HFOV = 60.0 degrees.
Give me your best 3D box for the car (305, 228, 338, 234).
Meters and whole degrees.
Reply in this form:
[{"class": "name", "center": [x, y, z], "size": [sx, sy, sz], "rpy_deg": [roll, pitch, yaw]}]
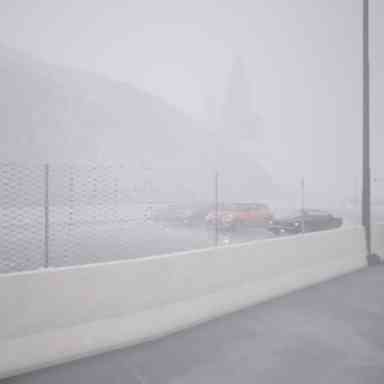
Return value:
[{"class": "car", "center": [6.166, 1.624, 17.875], "size": [4.718, 1.301, 1.895], "rpy_deg": [0, 0, -40]}]
